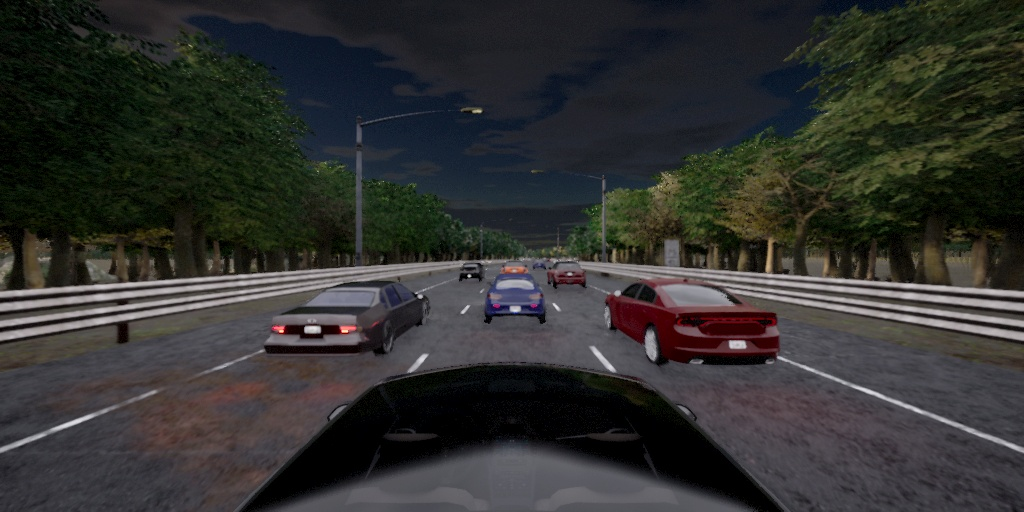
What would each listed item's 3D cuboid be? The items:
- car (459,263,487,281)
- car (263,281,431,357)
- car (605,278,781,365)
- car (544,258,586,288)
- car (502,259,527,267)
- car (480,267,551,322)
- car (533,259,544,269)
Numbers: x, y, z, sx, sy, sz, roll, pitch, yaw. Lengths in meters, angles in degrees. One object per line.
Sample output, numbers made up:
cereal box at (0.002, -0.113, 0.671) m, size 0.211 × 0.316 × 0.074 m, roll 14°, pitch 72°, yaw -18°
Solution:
car at (-3.278, 1.307, 30.284) m, size 1.837 × 1.490 × 4.892 m, roll 0°, pitch 0°, yaw 1°
car at (-3.397, 1.301, 8.606) m, size 2.033 × 1.411 × 5.357 m, roll 0°, pitch 0°, yaw 0°
car at (3.500, 1.229, 8.037) m, size 1.882 × 1.535 × 5.008 m, roll 0°, pitch 0°, yaw 0°
car at (3.545, 1.131, 23.997) m, size 2.097 × 1.767 × 4.553 m, roll 0°, pitch 0°, yaw 0°
car at (0.218, 1.153, 29.918) m, size 2.097 × 1.767 × 4.553 m, roll 0°, pitch 0°, yaw 1°
car at (0.088, 1.283, 12.129) m, size 1.812 × 1.442 × 4.674 m, roll 0°, pitch 0°, yaw 0°
car at (4.490, 1.307, 59.787) m, size 2.097 × 1.767 × 4.553 m, roll 0°, pitch 0°, yaw 3°
